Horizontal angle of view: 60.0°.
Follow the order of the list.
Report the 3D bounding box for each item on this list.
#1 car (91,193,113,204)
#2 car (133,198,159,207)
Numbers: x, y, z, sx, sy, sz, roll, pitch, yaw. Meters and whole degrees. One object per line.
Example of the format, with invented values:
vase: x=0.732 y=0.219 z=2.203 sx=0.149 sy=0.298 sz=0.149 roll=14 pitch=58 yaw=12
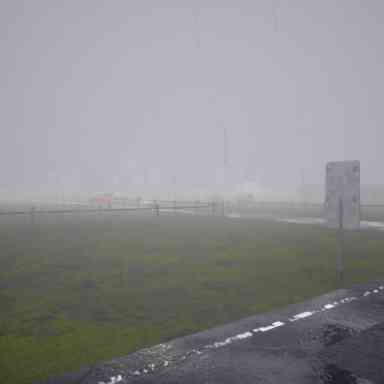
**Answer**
car: x=-16.579 y=1.190 z=61.124 sx=2.150 sy=2.045 sz=5.566 roll=1 pitch=-1 yaw=-41
car: x=-6.944 y=1.582 z=49.723 sx=1.895 sy=1.301 sz=4.718 roll=1 pitch=-1 yaw=-39
